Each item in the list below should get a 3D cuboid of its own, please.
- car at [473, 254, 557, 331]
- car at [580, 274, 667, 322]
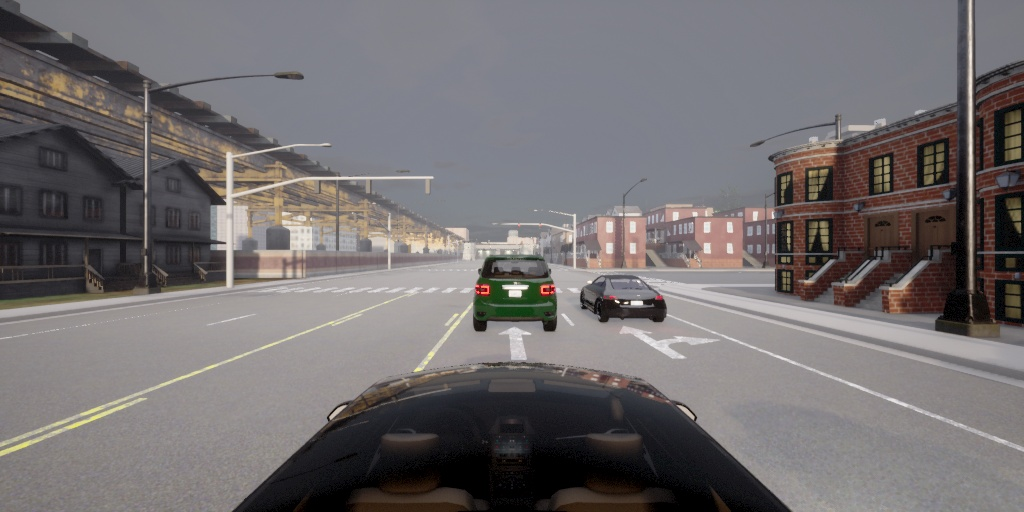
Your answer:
[{"bbox_3d":[0.086,0.971,11.066,2.150,2.045,5.566,0,0,0],"label":"car"},{"bbox_3d":[3.586,1.314,12.235,1.994,1.385,4.181,0,0,1],"label":"car"}]
